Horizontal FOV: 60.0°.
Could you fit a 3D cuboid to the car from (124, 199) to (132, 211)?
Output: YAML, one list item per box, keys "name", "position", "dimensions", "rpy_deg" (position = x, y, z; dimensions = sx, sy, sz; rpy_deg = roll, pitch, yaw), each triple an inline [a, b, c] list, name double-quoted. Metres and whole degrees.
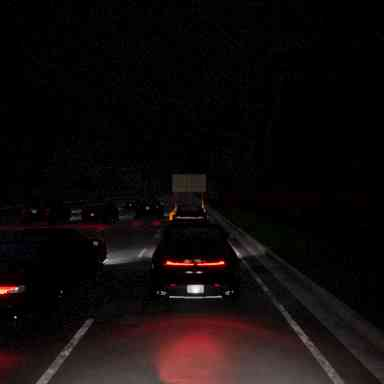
- name: "car"
  position: [-7.247, 1.547, 41.595]
  dimensions: [2.033, 1.411, 5.357]
  rpy_deg: [0, 0, -1]

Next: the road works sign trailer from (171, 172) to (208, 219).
- name: "road works sign trailer"
  position: [-0.191, 0.464, 22.687]
  dimensions: [2.380, 3.560, 2.880]
  rpy_deg: [0, 0, -3]

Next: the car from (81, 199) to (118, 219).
- name: "car"
  position: [-7.107, 1.477, 26.091]
  dimensions: [1.882, 1.535, 5.008]
  rpy_deg: [0, 0, -1]

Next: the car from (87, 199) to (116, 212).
- name: "car"
  position: [-10.730, 1.547, 39.795]
  dimensions: [2.033, 1.411, 5.357]
  rpy_deg: [0, 0, -1]

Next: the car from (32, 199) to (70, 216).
- name: "car"
  position: [-14.178, 1.507, 33.858]
  dimensions: [1.837, 1.490, 4.892]
  rpy_deg: [0, 1, -1]

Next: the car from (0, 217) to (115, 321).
- name: "car"
  position: [-3.438, 1.547, 7.587]
  dimensions: [2.033, 1.411, 5.357]
  rpy_deg: [0, 0, 0]

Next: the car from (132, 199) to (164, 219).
- name: "car"
  position: [-3.639, 1.351, 29.261]
  dimensions: [2.097, 1.767, 4.553]
  rpy_deg: [0, 0, -1]

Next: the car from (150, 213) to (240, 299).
- name: "car"
  position: [0.045, 1.505, 8.427]
  dimensions: [1.837, 1.490, 4.892]
  rpy_deg: [0, 0, 0]

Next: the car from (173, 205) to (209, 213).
- name: "car"
  position: [-0.072, 1.488, 18.817]
  dimensions: [2.128, 1.511, 4.902]
  rpy_deg: [0, 0, 1]

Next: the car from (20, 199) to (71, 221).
- name: "car"
  position: [-10.593, 1.352, 24.467]
  dimensions: [2.097, 1.767, 4.553]
  rpy_deg: [0, 0, -1]
